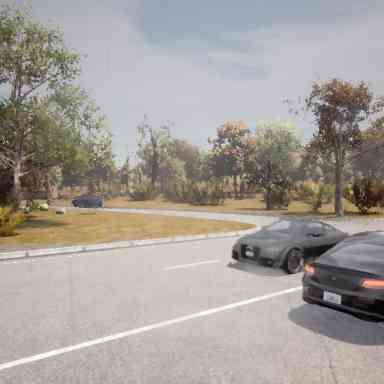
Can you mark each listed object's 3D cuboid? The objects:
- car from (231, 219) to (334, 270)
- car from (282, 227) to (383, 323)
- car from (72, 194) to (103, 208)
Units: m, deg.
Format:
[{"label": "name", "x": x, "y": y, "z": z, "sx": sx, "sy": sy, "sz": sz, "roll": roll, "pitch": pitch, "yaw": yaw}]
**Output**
[{"label": "car", "x": 3.267, "y": 1.564, "z": 10.569, "sx": 4.181, "sy": 1.385, "sz": 1.994, "roll": 0, "pitch": 0, "yaw": -35}, {"label": "car", "x": 4.103, "y": 1.526, "z": 6.677, "sx": 4.674, "sy": 1.442, "sz": 1.812, "roll": 0, "pitch": 0, "yaw": -36}, {"label": "car", "x": -15.882, "y": 1.391, "z": 50.540, "sx": 5.566, "sy": 2.045, "sz": 2.150, "roll": -1, "pitch": -1, "yaw": 37}]
